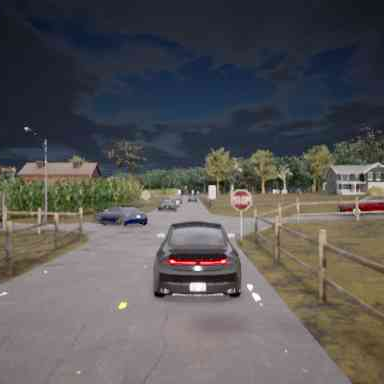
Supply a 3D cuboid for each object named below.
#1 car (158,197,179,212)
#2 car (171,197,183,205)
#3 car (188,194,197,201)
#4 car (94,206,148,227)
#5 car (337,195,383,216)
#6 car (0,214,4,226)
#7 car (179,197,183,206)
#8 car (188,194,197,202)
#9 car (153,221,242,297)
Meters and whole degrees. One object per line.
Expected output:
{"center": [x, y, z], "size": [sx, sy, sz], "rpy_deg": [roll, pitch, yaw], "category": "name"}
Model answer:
{"center": [-2.803, 1.529, 38.749], "size": [1.994, 1.385, 4.181], "rpy_deg": [0, 0, -2], "category": "car"}
{"center": [-2.702, 1.534, 60.432], "size": [1.895, 1.301, 4.718], "rpy_deg": [0, 0, 1], "category": "car"}
{"center": [0.100, 1.280, 80.406], "size": [2.033, 1.411, 5.357], "rpy_deg": [0, 0, 0], "category": "car"}
{"center": [-4.976, 1.637, 22.966], "size": [4.181, 1.385, 1.994], "rpy_deg": [-3, -2, 42], "category": "car"}
{"center": [13.794, 1.017, 25.576], "size": [5.008, 1.535, 1.882], "rpy_deg": [-2, -2, 0], "category": "car"}
{"center": [-15.324, 1.659, 22.704], "size": [4.553, 1.767, 2.097], "rpy_deg": [-1, -2, -2], "category": "car"}
{"center": [-2.773, 1.550, 48.787], "size": [1.895, 1.301, 4.718], "rpy_deg": [0, 0, 0], "category": "car"}
{"center": [0.086, 1.466, 70.393], "size": [1.994, 1.385, 4.181], "rpy_deg": [0, 0, 0], "category": "car"}
{"center": [0.109, 1.505, 8.566], "size": [1.837, 1.490, 4.892], "rpy_deg": [0, 0, 0], "category": "car"}
